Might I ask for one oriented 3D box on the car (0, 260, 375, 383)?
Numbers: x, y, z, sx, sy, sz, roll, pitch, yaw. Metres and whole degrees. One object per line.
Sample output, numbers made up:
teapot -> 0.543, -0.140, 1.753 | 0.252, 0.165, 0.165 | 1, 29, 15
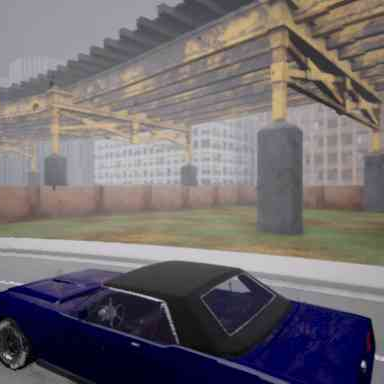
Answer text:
car -> -0.486, 1.561, 4.076 | 4.718, 1.301, 1.895 | 0, 1, 32
